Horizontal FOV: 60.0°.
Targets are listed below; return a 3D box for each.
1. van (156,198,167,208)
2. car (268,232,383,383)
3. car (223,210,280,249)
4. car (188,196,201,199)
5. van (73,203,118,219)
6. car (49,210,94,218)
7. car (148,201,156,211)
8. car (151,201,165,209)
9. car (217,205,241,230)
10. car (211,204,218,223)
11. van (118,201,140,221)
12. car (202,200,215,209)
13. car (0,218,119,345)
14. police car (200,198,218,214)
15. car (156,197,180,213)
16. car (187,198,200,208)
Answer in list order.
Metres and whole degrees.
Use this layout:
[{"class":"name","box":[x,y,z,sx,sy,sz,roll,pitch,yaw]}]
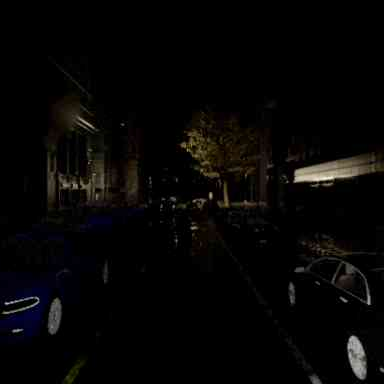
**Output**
[{"class":"van","box":[-5.726,2.035,62.577,1.690,1.788,3.998,0,-1,0]},{"class":"car","box":[2.764,1.608,5.207,2.008,1.369,4.403,0,-1,0]},{"class":"car","box":[2.770,1.714,15.078,2.008,1.369,4.403,0,-1,0]},{"class":"car","box":[2.293,2.346,77.777,4.902,1.511,2.128,-1,0,-30]},{"class":"van","box":[-5.753,1.550,19.274,1.690,1.788,3.998,0,-1,0]},{"class":"car","box":[-5.756,1.674,13.689,1.752,1.417,4.829,0,-1,0]},{"class":"car","box":[-5.732,2.115,51.750,1.887,1.381,4.507,0,-1,0]},{"class":"car","box":[-5.728,2.198,57.162,1.947,1.339,4.313,0,-1,0]},{"class":"car","box":[2.773,1.748,20.537,1.752,1.417,4.829,0,-1,0]},{"class":"car","box":[2.777,1.845,25.656,1.947,1.339,4.313,0,-1,0]},{"class":"van","box":[-5.746,1.669,30.100,1.690,1.788,3.998,0,-1,0]},{"class":"car","box":[2.797,2.180,57.388,1.887,1.381,4.507,0,-1,0]},{"class":"car","box":[-3.084,1.553,6.891,1.882,1.535,5.008,0,-1,0]},{"class":"police car","box":[2.393,1.897,43.061,1.930,1.638,5.238,0,-1,0]},{"class":"car","box":[-3.061,1.825,43.283,2.097,1.767,4.553,0,-1,0]},{"class":"car","box":[0.053,2.316,62.970,1.895,1.301,4.718,0,-1,0]}]
